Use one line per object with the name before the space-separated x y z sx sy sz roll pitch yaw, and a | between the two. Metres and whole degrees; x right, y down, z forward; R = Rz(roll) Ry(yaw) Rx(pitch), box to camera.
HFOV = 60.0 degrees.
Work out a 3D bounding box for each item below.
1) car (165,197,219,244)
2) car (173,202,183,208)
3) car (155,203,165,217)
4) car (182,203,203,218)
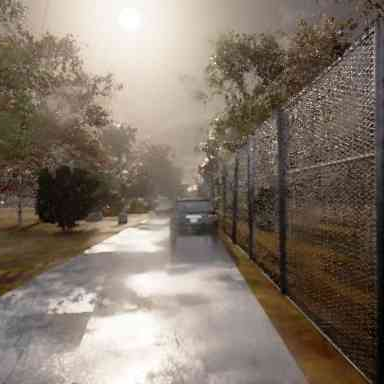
car | 0.093 1.287 16.363 2.150 2.045 5.566 -1 -1 0
car | -3.167 3.005 77.377 2.033 1.411 5.357 0 -2 0
car | -2.948 1.906 36.504 2.033 1.411 5.357 0 -1 0
car | 0.013 1.877 34.066 1.994 1.385 4.181 0 -1 0
